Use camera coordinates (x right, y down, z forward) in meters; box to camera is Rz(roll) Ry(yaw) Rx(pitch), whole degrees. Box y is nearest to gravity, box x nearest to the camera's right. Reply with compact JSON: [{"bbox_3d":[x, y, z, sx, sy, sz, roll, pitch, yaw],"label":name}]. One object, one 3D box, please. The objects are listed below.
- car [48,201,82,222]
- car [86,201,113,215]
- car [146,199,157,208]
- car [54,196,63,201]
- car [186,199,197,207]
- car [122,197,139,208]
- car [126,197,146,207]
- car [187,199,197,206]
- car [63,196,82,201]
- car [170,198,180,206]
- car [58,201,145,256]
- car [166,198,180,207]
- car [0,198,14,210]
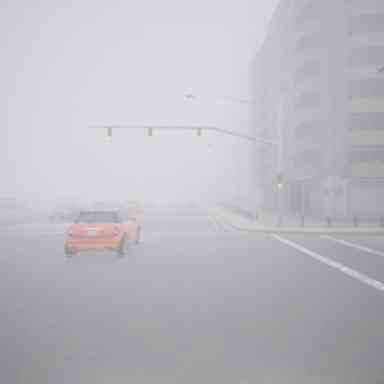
[{"bbox_3d":[-10.597,1.746,28.471,1.812,1.442,4.674,0,0,0],"label":"car"},{"bbox_3d":[-10.598,1.798,38.450,1.837,1.490,4.892,0,0,0],"label":"car"},{"bbox_3d":[-7.039,1.901,56.362,1.882,1.535,5.008,0,-1,1],"label":"car"},{"bbox_3d":[-27.464,1.675,69.337,1.905,1.878,3.866,0,0,0],"label":"car"},{"bbox_3d":[-0.018,2.044,59.217,1.895,1.301,4.718,0,0,0],"label":"car"},{"bbox_3d":[-10.530,1.782,57.377,2.097,1.767,4.553,0,0,0],"label":"car"},{"bbox_3d":[-7.099,1.648,38.848,2.097,1.767,4.553,0,0,0],"label":"car"},{"bbox_3d":[-0.021,2.067,67.901,1.994,1.385,4.181,0,0,0],"label":"car"},{"bbox_3d":[-24.570,1.671,69.273,1.932,1.855,4.605,0,0,0],"label":"car"},{"bbox_3d":[-3.521,2.015,67.900,1.812,1.442,4.674,0,0,0],"label":"car"},{"bbox_3d":[-3.404,1.435,13.538,2.097,1.767,4.553,0,0,0],"label":"car"},{"bbox_3d":[-3.518,2.007,59.188,1.994,1.385,4.181,0,0,0],"label":"car"},{"bbox_3d":[-30.226,1.787,51.877,1.970,1.475,3.806,0,0,0],"label":"car"}]
